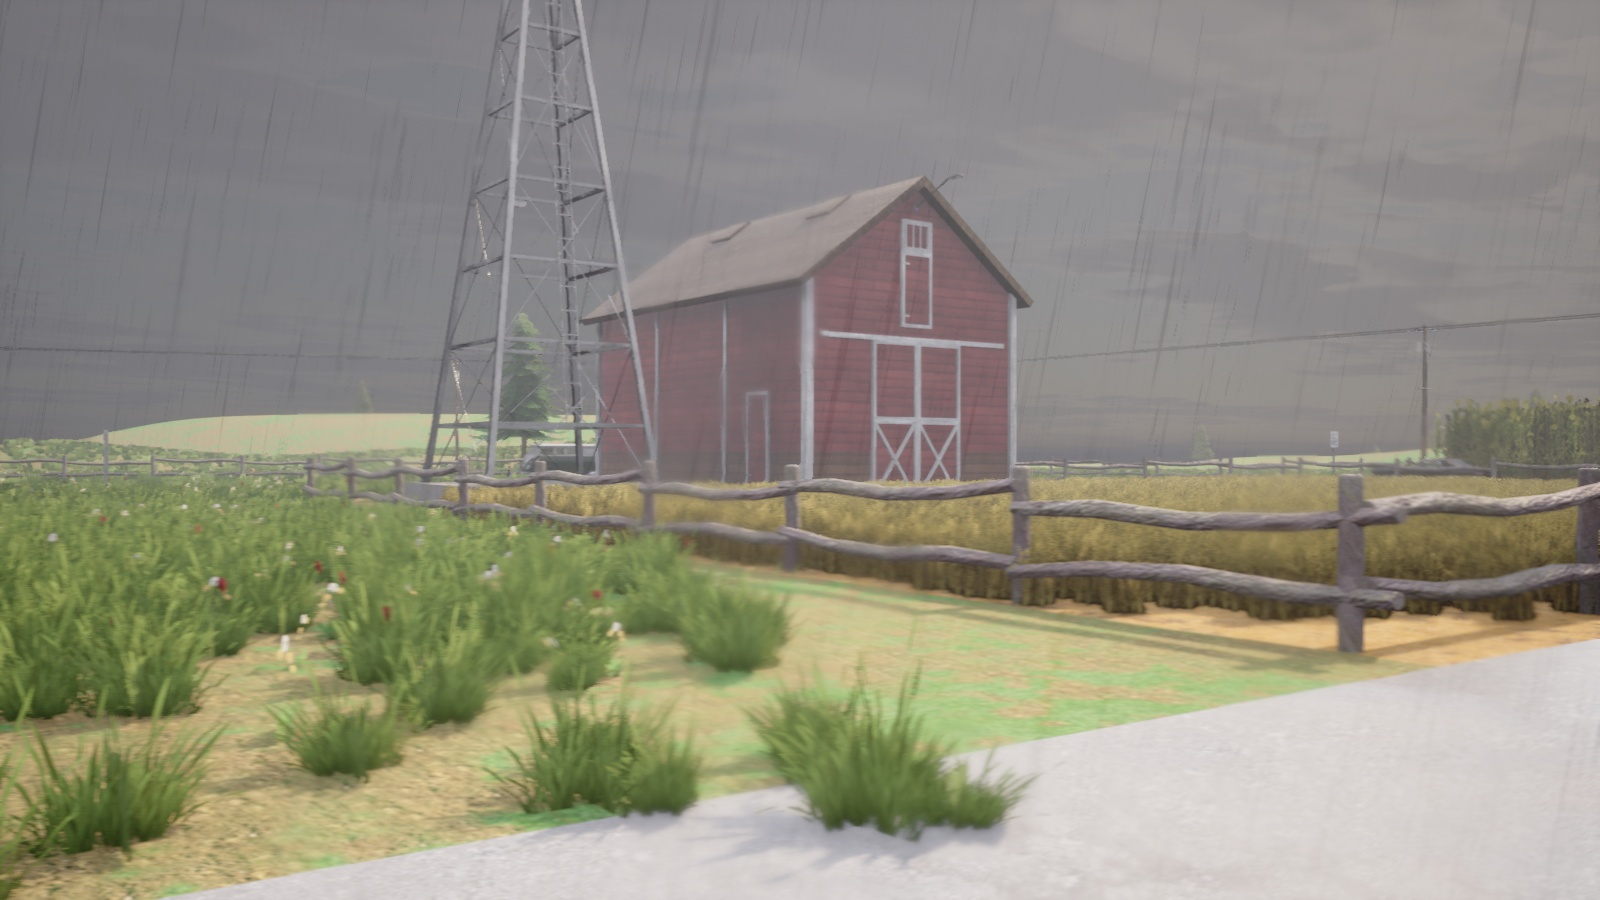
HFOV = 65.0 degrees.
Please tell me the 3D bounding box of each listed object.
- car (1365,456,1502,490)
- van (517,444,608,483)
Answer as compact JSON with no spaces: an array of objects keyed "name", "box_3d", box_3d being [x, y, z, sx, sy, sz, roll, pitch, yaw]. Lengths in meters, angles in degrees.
[{"name":"car","box_3d":[26.210,0.919,52.117,1.895,1.301,4.718,0,0,-35]},{"name":"van","box_3d":[-12.594,0.688,66.653,4.442,1.987,1.775,0,0,-29]}]
